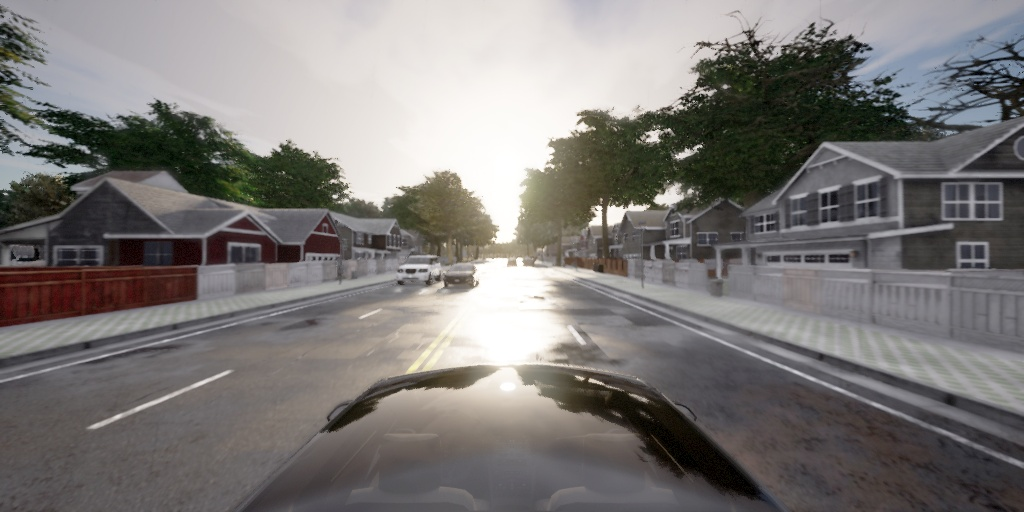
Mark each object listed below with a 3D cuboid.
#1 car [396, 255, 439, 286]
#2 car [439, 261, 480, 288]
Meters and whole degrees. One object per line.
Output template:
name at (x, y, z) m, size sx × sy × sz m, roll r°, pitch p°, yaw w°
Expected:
car at (-6.509, 0.956, 25.759) m, size 2.150 × 2.045 × 5.566 m, roll 0°, pitch 0°, yaw 0°
car at (-3.278, 1.209, 23.976) m, size 1.882 × 1.535 × 5.008 m, roll 0°, pitch 0°, yaw 1°
